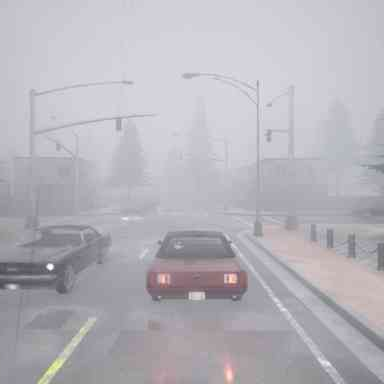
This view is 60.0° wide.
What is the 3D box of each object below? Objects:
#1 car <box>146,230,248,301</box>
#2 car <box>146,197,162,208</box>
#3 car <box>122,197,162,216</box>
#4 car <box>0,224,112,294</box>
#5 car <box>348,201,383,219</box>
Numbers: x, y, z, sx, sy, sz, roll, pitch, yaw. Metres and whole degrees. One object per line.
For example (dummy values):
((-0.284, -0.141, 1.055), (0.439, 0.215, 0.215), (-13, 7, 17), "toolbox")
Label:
((0.071, 1.601, 8.268), (1.895, 1.301, 4.718), (0, 0, -1), "car")
((-5.691, 1.530, 49.348), (1.994, 1.385, 4.181), (0, 0, -11), "car")
((-4.943, 1.519, 32.470), (2.033, 1.411, 5.357), (0, 0, 14), "car")
((-3.603, 1.601, 8.895), (1.895, 1.301, 4.718), (0, 0, 0), "car")
((15.762, 1.476, 27.933), (4.902, 1.511, 2.128), (0, 0, 2), "car")
